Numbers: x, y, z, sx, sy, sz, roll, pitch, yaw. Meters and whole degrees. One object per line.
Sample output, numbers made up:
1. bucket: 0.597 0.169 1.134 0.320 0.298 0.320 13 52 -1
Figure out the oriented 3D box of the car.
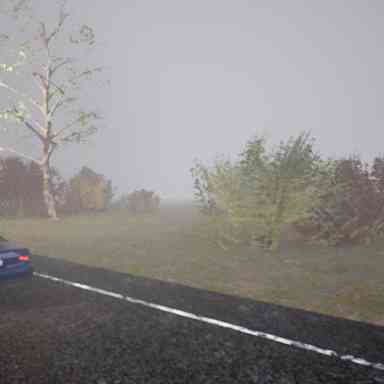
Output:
1. car: -6.132 1.547 8.453 5.357 1.411 2.033 0 0 36
